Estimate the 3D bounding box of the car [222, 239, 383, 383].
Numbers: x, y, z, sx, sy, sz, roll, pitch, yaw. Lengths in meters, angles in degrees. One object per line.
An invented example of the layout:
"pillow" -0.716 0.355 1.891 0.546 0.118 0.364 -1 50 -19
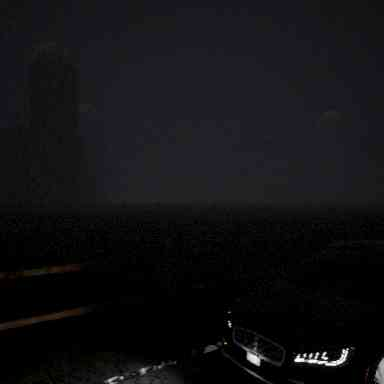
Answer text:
"car" 2.633 1.538 4.940 4.892 1.490 1.837 1 0 -35
